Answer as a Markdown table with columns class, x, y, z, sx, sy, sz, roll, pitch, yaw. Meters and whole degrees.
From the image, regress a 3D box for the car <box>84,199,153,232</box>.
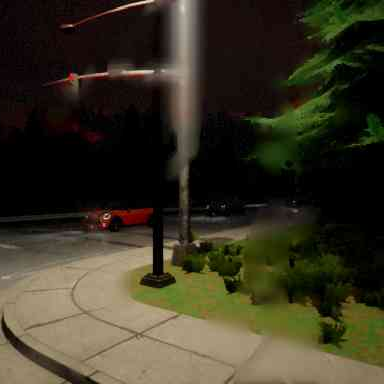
| class | x | y | z | sx | sy | sz | roll | pitch | yaw |
| --- | --- | --- | --- | --- | --- | --- | --- | --- | --- |
| car | -4.223 | 1.325 | 20.087 | 2.097 | 1.767 | 4.553 | 0 | 0 | 35 |

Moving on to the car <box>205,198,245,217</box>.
| class | x | y | z | sx | sy | sz | roll | pitch | yaw |
| --- | --- | --- | --- | --- | --- | --- | --- | --- | --- |
| car | 3.118 | 1.325 | 30.691 | 2.097 | 1.767 | 4.553 | 0 | 0 | 35 |

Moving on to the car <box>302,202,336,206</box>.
| class | x | y | z | sx | sy | sz | roll | pitch | yaw |
| --- | --- | --- | --- | --- | --- | --- | --- | --- | --- |
| car | 16.413 | 1.195 | 42.900 | 2.150 | 2.045 | 5.566 | 0 | 0 | 36 |

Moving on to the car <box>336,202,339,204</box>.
| class | x | y | z | sx | sy | sz | roll | pitch | yaw |
| --- | --- | --- | --- | --- | --- | --- | --- | --- | --- |
| car | 22.714 | 1.465 | 51.368 | 2.128 | 1.511 | 4.902 | 0 | 0 | 37 |

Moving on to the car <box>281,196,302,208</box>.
| class | x | y | z | sx | sy | sz | roll | pitch | yaw |
| --- | --- | --- | --- | --- | --- | --- | --- | --- | --- |
| car | 13.926 | 1.324 | 45.659 | 2.097 | 1.767 | 4.553 | 0 | 0 | 37 |
